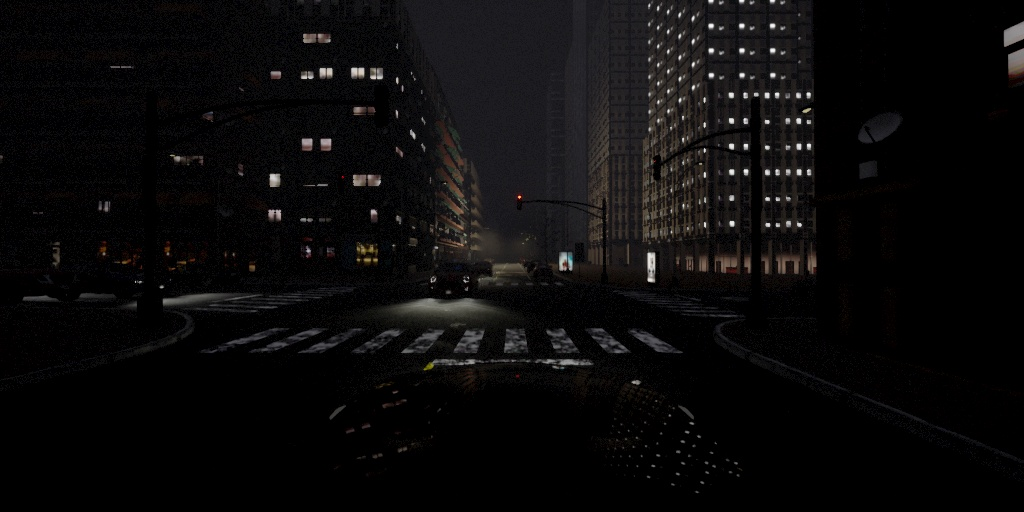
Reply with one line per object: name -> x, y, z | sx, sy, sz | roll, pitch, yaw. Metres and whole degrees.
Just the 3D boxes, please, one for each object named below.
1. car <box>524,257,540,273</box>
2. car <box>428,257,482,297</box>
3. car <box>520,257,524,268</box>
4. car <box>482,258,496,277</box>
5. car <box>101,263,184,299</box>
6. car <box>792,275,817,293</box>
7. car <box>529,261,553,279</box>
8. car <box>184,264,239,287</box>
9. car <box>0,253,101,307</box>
car -> 2.795, 1.208, 43.545 | 1.967, 1.591, 4.097 | 0, 0, 0
car -> -2.958, 1.105, 18.960 | 2.097, 1.767, 4.553 | 0, 0, 0
car -> 2.836, 1.221, 60.127 | 1.967, 1.591, 4.097 | 0, 0, 0
car -> -2.916, 1.253, 35.955 | 1.882, 1.535, 5.008 | 0, 0, 0
car -> -17.582, 1.033, 15.610 | 4.674, 1.442, 1.812 | 1, 0, 0
car -> 19.443, 1.644, 21.679 | 4.403, 1.370, 2.007 | 0, 0, 0
car -> 2.768, 1.343, 32.489 | 1.802, 1.307, 4.207 | 0, 0, 0
car -> -18.745, 1.104, 21.370 | 4.313, 1.339, 1.948 | 0, 0, 0
car -> -18.744, 0.784, 12.990 | 5.009, 1.841, 2.192 | 0, 0, 0
